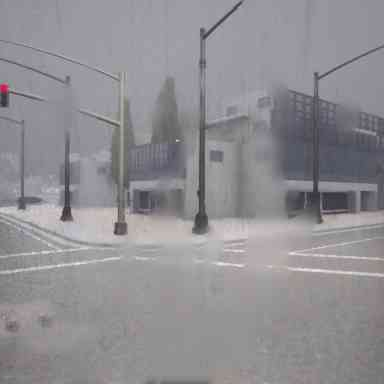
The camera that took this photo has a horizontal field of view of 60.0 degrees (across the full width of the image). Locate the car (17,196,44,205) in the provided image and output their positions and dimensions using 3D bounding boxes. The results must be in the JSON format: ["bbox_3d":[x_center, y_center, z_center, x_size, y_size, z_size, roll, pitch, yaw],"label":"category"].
[{"bbox_3d":[-27.973,1.424,57.820,1.837,1.490,4.892,2,0,21],"label":"car"}]
